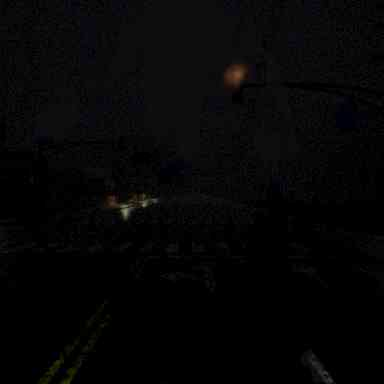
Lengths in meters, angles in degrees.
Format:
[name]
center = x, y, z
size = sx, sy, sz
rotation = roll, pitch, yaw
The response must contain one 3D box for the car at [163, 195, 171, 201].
[car]
center = -6.445, 1.486, 86.871
size = 2.033, 1.411, 5.357
rotation = 0, 0, 0
